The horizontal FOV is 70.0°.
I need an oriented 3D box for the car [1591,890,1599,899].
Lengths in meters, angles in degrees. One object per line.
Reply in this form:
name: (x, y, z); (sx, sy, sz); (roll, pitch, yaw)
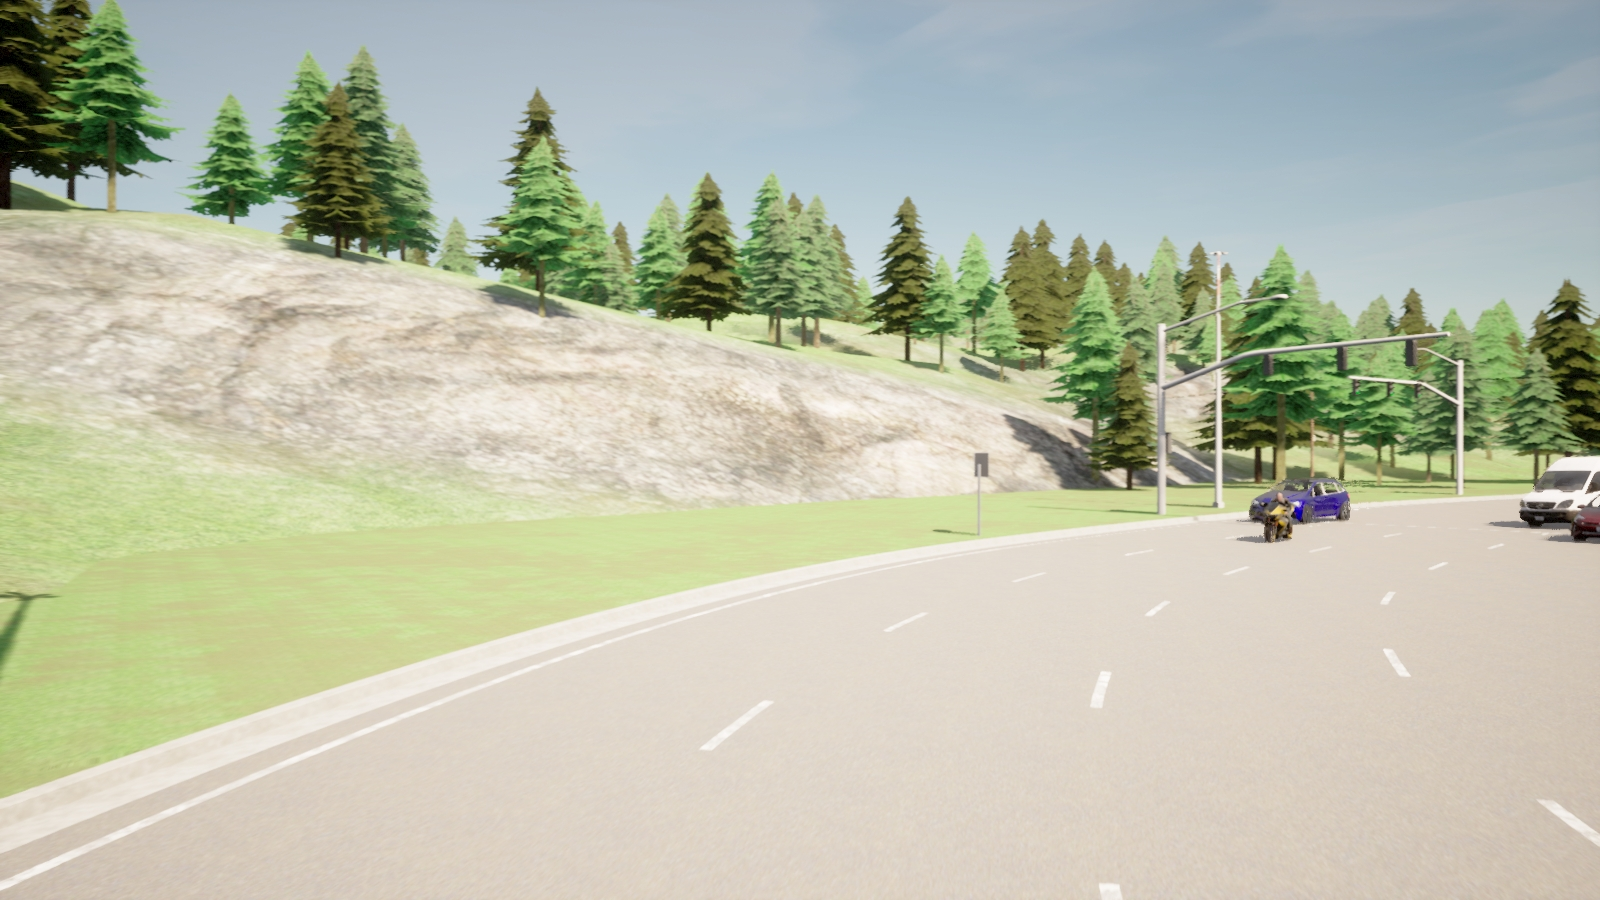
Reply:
car: (3.222, 2.034, 0.745); (2.097, 1.535, 5.006); (0, 0, 2)

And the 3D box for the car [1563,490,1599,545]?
car: (25.269, 2.028, 34.962); (4.514, 1.525, 2.007); (0, 0, -40)

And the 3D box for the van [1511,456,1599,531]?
van: (28.544, 1.520, 41.047); (5.915, 2.561, 1.988); (0, -2, -23)

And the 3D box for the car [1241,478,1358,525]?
car: (19.378, 1.949, 44.256); (4.611, 1.667, 2.242); (0, -1, -39)

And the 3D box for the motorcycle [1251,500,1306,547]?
motorcycle: (14.481, 2.190, 34.545); (0.867, 1.251, 2.209); (2, 1, 40)
